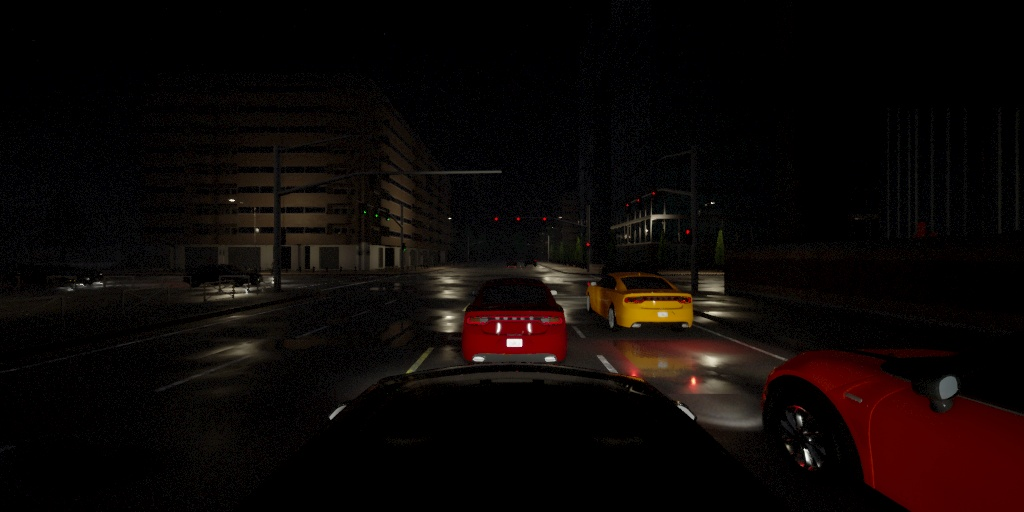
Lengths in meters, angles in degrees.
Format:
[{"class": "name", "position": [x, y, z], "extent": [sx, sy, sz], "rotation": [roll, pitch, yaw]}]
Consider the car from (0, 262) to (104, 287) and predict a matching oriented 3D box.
[{"class": "car", "position": [-31.072, 1.310, 24.234], "extent": [4.892, 1.490, 1.837], "rotation": [0, 0, 0]}]

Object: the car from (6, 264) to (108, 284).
[{"class": "car", "position": [-35.053, 1.353, 27.748], "extent": [5.357, 1.411, 2.033], "rotation": [0, 0, 0]}]

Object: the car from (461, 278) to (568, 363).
[{"class": "car", "position": [0.058, 1.228, 8.164], "extent": [1.882, 1.535, 5.008], "rotation": [0, 0, 0]}]

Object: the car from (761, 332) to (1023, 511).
[{"class": "car", "position": [3.600, 1.102, 1.794], "extent": [2.097, 1.767, 4.553], "rotation": [0, 0, 0]}]

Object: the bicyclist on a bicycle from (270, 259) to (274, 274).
[{"class": "bicyclist on a bicycle", "position": [-25.540, 1.106, 38.695], "extent": [0.582, 1.620, 1.656], "rotation": [0, 0, 0]}]

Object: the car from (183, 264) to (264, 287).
[{"class": "car", "position": [-19.431, 1.331, 24.208], "extent": [4.674, 1.442, 1.812], "rotation": [0, 0, 0]}]

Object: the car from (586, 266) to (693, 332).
[{"class": "car", "position": [3.577, 1.228, 10.940], "extent": [1.882, 1.535, 5.008], "rotation": [0, 0, 0]}]

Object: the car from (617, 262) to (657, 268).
[{"class": "car", "position": [10.154, 1.297, 31.281], "extent": [4.902, 1.511, 2.128], "rotation": [0, 0, 0]}]
